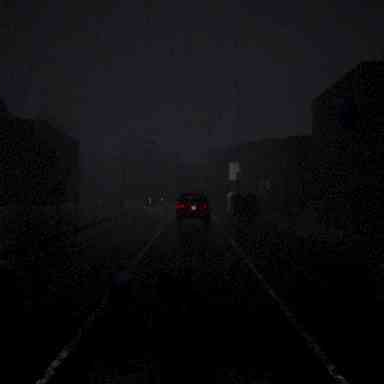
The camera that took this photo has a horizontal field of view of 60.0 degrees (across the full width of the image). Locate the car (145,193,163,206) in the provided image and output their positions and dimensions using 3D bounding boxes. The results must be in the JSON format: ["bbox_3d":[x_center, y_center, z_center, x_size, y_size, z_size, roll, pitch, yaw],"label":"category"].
[{"bbox_3d":[-5.367,0.995,47.048,2.097,1.767,4.553,0,1,-14],"label":"car"}]

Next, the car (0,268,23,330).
[{"bbox_3d":[-3.600,1.525,2.942,2.033,1.411,5.357,0,0,0],"label":"car"}]

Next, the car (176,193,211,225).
[{"bbox_3d":[0.097,1.051,22.857,2.150,2.045,5.566,0,0,0],"label":"car"}]

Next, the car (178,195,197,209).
[{"bbox_3d":[-0.634,1.178,41.404,1.882,1.535,5.008,0,1,-7],"label":"car"}]
